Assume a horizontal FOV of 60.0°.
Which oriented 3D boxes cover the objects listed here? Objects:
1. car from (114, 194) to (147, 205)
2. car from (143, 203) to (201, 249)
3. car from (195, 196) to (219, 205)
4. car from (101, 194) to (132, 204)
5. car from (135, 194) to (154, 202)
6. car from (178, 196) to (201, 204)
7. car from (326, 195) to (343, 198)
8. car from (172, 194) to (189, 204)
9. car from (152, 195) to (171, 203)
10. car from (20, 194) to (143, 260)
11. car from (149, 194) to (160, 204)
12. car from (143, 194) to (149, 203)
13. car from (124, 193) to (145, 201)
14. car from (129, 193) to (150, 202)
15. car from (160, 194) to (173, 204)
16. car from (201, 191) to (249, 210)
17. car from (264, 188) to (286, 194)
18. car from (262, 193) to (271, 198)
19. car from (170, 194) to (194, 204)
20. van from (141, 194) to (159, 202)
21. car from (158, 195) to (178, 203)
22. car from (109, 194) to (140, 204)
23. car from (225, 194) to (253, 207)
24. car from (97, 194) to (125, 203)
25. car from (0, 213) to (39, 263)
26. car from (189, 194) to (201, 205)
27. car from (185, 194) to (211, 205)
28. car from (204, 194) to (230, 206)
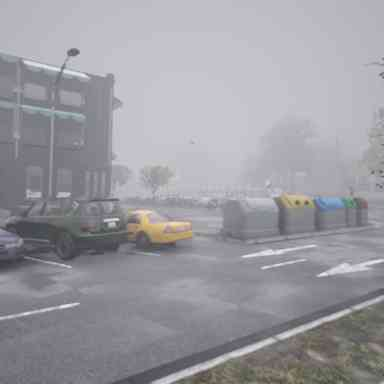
[{"bbox_3d":[-9.803,1.175,53.510,1.946,1.575,5.366,1,-1,35],"label":"car"},{"bbox_3d":[-2.496,1.453,14.334,5.366,1.575,1.946,-1,0,35],"label":"car"},{"bbox_3d":[3.012,1.727,65.028,2.231,1.521,4.892,1,-2,35],"label":"car"},{"bbox_3d":[-13.173,1.177,58.374,1.946,1.575,5.366,1,-1,35],"label":"car"},{"bbox_3d":[-12.437,1.606,87.411,2.185,1.767,4.553,1,-2,35],"label":"car"},{"bbox_3d":[-0.520,1.716,69.844,1.946,1.575,5.366,1,-2,35],"label":"car"},{"bbox_3d":[18.540,1.470,42.708,2.435,2.045,5.566,1,-2,35],"label":"car"},{"bbox_3d":[0.405,1.178,39.070,2.231,1.521,4.892,0,-1,35],"label":"car"},{"bbox_3d":[-7.328,1.602,79.915,2.185,1.767,4.553,1,-2,35],"label":"car"},{"bbox_3d":[-4.839,1.211,12.495,5.566,2.045,2.435,-1,-1,35],"label":"car"},{"bbox_3d":[-2.862,1.179,44.092,1.946,1.575,5.366,0,-1,35],"label":"car"},{"bbox_3d":[-4.645,1.181,46.363,2.231,1.521,4.892,0,-1,35],"label":"car"},{"bbox_3d":[-15.894,1.479,92.386,2.435,2.045,5.566,1,-2,35],"label":"car"},{"bbox_3d":[-14.184,1.477,89.847,2.435,2.045,5.566,1,-2,35],"label":"car"},{"bbox_3d":[-1.295,1.052,41.483,2.185,1.767,4.553,0,-1,35],"label":"car"},{"bbox_3d":[3.774,0.924,34.186,2.435,2.045,5.566,1,-1,35],"label":"car"},{"bbox_3d":[14.866,-0.057,60.191,1.812,1.442,4.674,2,3,-34],"label":"car"},{"bbox_3d":[11.654,1.598,52.638,2.185,1.767,4.553,1,-2,35],"label":"car"},{"bbox_3d":[-2.112,1.478,72.512,2.435,2.045,5.566,1,-2,35],"label":"car"},{"bbox_3d":[-10.672,1.509,85.004,1.878,1.987,4.442,1,-2,35],"label":"van"},{"bbox_3d":[-5.596,1.602,77.430,2.185,1.767,4.553,1,-2,35],"label":"car"},{"bbox_3d":[-11.391,1.182,56.100,2.097,1.535,5.008,1,-1,35],"label":"car"},{"bbox_3d":[8.189,1.472,57.559,2.435,2.045,5.566,1,-2,35],"label":"car"},{"bbox_3d":[-14.750,1.213,60.987,2.163,1.488,4.792,0,-1,35],"label":"car"},{"bbox_3d":[-7.273,1.505,10.740,4.674,1.452,2.002,-1,-1,35],"label":"car"},{"bbox_3d":[2.093,1.217,36.642,2.002,1.452,4.674,1,-1,35],"label":"car"},{"bbox_3d":[1.293,1.474,67.496,2.435,2.045,5.566,1,-2,35],"label":"car"},{"bbox_3d":[4.778,1.476,62.577,2.435,2.045,5.566,1,-2,35],"label":"car"}]
